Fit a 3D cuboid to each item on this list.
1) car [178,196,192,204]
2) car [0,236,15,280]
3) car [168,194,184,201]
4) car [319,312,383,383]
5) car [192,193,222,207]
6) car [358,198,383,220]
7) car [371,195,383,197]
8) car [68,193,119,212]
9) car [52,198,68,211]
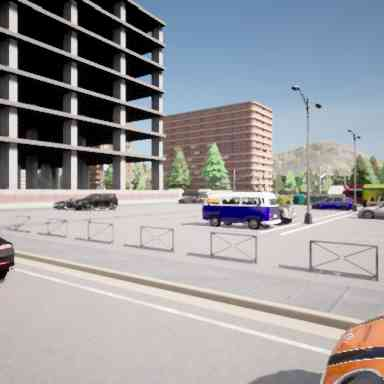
[{"bbox_3d":[-0.672,1.484,59.289,1.994,1.385,4.181,0,0,36],"label":"car"},{"bbox_3d":[-6.511,1.484,8.587,4.902,1.511,2.128,0,0,35],"label":"car"},{"bbox_3d":[-3.777,1.249,81.171,1.851,1.617,3.988,0,0,36],"label":"car"},{"bbox_3d":[3.074,1.353,1.803,4.553,1.767,2.097,0,0,35],"label":"car"},{"bbox_3d":[2.653,1.273,57.914,2.097,1.767,4.553,0,0,36],"label":"car"},{"bbox_3d":[14.580,1.394,24.826,3.806,1.475,1.970,0,0,36],"label":"car"},{"bbox_3d":[17.786,1.152,29.391,4.605,1.855,1.932,0,0,36],"label":"car"},{"bbox_3d":[-11.060,1.143,38.601,2.150,2.045,5.566,0,0,35],"label":"car"},{"bbox_3d":[-14.308,1.411,40.069,2.128,1.511,4.902,0,0,35],"label":"car"}]
